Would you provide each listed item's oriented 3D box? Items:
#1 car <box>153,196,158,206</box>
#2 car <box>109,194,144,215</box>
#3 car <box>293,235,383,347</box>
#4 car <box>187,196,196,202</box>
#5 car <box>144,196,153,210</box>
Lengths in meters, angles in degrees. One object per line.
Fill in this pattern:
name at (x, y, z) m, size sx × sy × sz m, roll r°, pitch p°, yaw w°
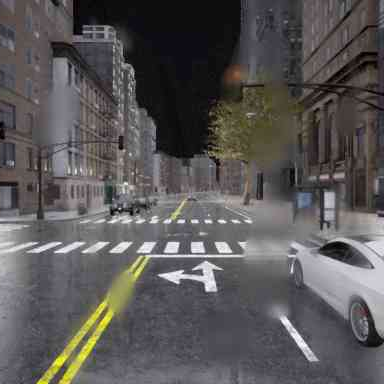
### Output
car at (-6.619, 1.420, 53.713) m, size 2.128 × 1.511 × 4.902 m, roll 0°, pitch 0°, yaw 0°
car at (-6.589, 1.197, 33.284) m, size 2.150 × 2.045 × 5.566 m, roll 0°, pitch 0°, yaw 1°
car at (3.346, 1.524, 6.171) m, size 1.812 × 1.442 × 4.674 m, roll 0°, pitch 0°, yaw 0°
car at (-0.036, 1.436, 73.533) m, size 1.895 × 1.301 × 4.718 m, roll 0°, pitch 0°, yaw 0°
car at (-6.622, 1.436, 43.395) m, size 1.882 × 1.535 × 5.008 m, roll 0°, pitch 0°, yaw 0°
